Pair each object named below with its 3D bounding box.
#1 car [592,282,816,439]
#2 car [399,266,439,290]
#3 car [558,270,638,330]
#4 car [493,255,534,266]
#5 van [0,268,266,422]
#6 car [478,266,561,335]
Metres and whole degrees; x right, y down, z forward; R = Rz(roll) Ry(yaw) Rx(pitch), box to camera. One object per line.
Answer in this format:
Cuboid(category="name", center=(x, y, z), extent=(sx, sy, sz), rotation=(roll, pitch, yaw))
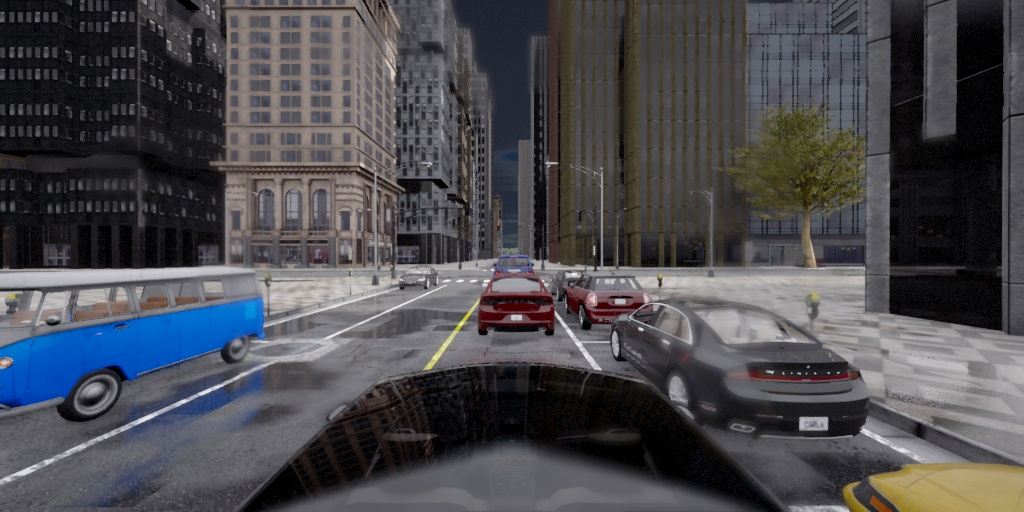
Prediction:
Cuboid(category="car", center=(2.769, 1.300, 5.467), extent=(2.007, 1.370, 4.403), rotation=(0, 0, 0))
Cuboid(category="car", center=(-5.732, 1.296, 22.401), extent=(2.007, 1.370, 4.403), rotation=(0, 0, 0))
Cuboid(category="car", center=(2.777, 1.188, 11.108), extent=(1.967, 1.591, 4.097), rotation=(0, 0, 0))
Cuboid(category="car", center=(0.103, 0.967, 20.378), extent=(2.150, 2.045, 5.566), rotation=(0, 0, 0))
Cuboid(category="van", center=(-5.756, 1.090, 5.478), extent=(1.690, 1.789, 3.998), rotation=(0, 0, 0))
Cuboid(category="car", center=(0.106, 1.226, 10.494), extent=(1.882, 1.535, 5.008), rotation=(0, 0, 0))
